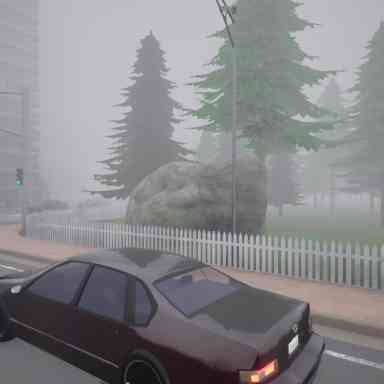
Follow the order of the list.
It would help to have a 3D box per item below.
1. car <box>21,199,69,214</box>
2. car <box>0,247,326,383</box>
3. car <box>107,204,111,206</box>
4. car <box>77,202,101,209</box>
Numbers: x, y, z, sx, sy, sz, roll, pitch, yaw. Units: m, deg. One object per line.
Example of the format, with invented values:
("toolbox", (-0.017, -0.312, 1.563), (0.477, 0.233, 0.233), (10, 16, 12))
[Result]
("car", (-15.252, 1.492, 34.937), (2.033, 1.411, 5.357), (0, 0, 17))
("car", (-1.046, 1.547, 4.736), (5.357, 1.411, 2.033), (0, 0, 35))
("car", (-14.333, 1.296, 54.215), (2.097, 1.767, 4.553), (0, 0, -12))
("car", (-13.586, 1.545, 44.429), (1.895, 1.301, 4.718), (0, 0, 3))
